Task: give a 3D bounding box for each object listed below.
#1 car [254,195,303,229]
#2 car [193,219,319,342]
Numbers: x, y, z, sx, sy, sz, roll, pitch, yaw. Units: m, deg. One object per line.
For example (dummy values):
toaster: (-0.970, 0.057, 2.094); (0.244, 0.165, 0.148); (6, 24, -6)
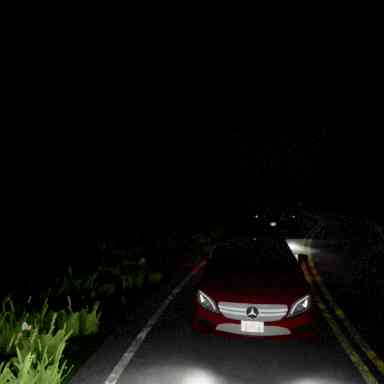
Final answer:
car: (5.018, 1.214, 18.922); (2.150, 2.045, 5.566); (-2, -1, 22)
car: (1.231, 1.534, 6.725); (1.812, 1.442, 4.674); (-1, 0, 11)
